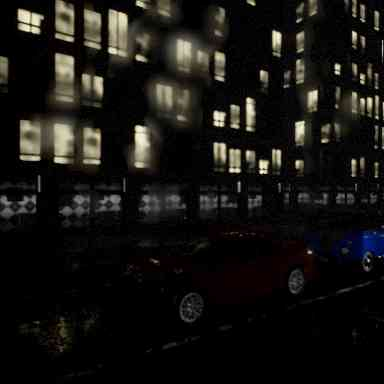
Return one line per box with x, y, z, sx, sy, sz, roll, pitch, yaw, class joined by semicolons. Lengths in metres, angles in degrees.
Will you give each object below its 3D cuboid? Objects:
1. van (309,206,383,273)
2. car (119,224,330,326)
5.336;1.334;10.368;3.998;1.788;1.690;0;0;-36;van
0.703;1.542;7.061;4.507;1.381;1.887;0;0;-36;car
